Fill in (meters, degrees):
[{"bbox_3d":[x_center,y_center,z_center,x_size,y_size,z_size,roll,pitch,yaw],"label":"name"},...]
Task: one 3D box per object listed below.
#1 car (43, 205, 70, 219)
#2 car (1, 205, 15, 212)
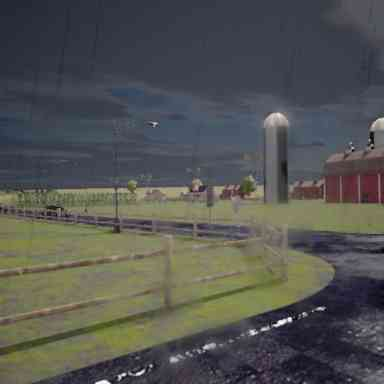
[{"bbox_3d":[-16.158,2.381,39.500,1.837,1.490,4.892,-1,0,-42],"label":"car"},{"bbox_3d":[-31.773,2.827,57.787,1.895,1.301,4.718,-1,0,-39],"label":"car"}]
